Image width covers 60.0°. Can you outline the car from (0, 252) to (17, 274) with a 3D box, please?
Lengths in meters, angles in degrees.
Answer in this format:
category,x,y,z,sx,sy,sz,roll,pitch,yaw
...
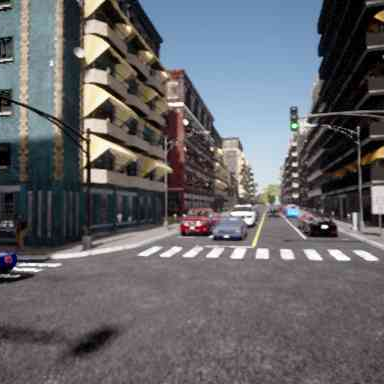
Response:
category,x,y,z,sx,sy,sz,roll,pitch,yaw
car,-8.032,2.184,10.518,4.718,1.301,1.895,-2,-3,20

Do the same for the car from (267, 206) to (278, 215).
category,x,y,z,sx,sy,sz,roll,pitch,yaw
car,14.944,3.419,61.732,1.812,1.442,4.674,-1,-2,13

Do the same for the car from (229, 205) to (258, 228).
category,x,y,z,sx,sy,sz,roll,pitch,yaw
car,4.882,2.252,31.793,2.150,2.045,5.566,-1,-2,13

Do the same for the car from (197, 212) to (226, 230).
category,x,y,z,sx,sy,sz,roll,pitch,yaw
car,1.822,2.554,30.067,1.887,1.381,4.507,0,-2,13

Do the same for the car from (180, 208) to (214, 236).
category,x,y,z,sx,sy,sz,roll,pitch,yaw
car,0.572,2.162,24.647,2.192,1.841,5.009,0,-2,13

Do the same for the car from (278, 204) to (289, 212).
category,x,y,z,sx,sy,sz,roll,pitch,yaw
car,21.232,3.635,76.996,2.192,1.841,5.009,0,-2,13

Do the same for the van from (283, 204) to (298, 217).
category,x,y,z,sx,sy,sz,roll,pitch,yaw
van,14.980,2.845,49.864,1.690,1.788,3.998,0,-2,13

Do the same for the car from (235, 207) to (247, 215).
category,x,y,z,sx,sy,sz,roll,pitch,yaw
car,9.324,3.554,62.625,1.947,1.339,4.313,0,-2,13

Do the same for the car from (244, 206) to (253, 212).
category,x,y,z,sx,sy,sz,roll,pitch,yaw
car,14.325,4.186,84.332,1.887,1.381,4.507,0,-2,13

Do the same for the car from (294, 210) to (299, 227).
category,x,y,z,sx,sy,sz,roll,pitch,yaw
car,9.978,2.434,28.149,1.802,1.307,4.206,0,-2,13

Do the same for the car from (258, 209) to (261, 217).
category,x,y,z,sx,sy,sz,roll,pitch,yaw
car,7.185,2.883,41.451,1.994,1.385,4.181,-1,-2,13

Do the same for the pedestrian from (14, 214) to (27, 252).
category,x,y,z,sx,sy,sz,roll,pitch,yaw
pedestrian,-8.376,2.012,16.328,0.375,1.860,0.375,-1,-2,13

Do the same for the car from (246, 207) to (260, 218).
category,x,y,z,sx,sy,sz,roll,pitch,yaw
car,9.529,3.129,51.590,1.837,1.490,4.892,-1,-2,13

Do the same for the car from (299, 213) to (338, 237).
category,x,y,z,sx,sy,sz,roll,pitch,yaw
car,8.728,2.255,22.724,1.947,1.339,4.313,0,-2,13

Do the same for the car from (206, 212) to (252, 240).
category,x,y,z,sx,sy,sz,roll,pitch,yaw
car,2.618,2.285,22.047,2.033,1.411,5.357,-1,-2,13

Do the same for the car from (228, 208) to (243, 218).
category,x,y,z,sx,sy,sz,roll,pitch,yaw
car,6.823,3.228,51.772,1.947,1.339,4.313,0,-2,13

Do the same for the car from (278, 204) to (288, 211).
category,x,y,z,sx,sy,sz,roll,pitch,yaw
car,22.482,3.798,82.422,2.192,1.841,5.009,0,-2,13

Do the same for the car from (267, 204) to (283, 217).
category,x,y,z,sx,sy,sz,roll,pitch,yaw
car,12.613,3.081,51.620,2.128,1.511,4.902,-1,-2,13
